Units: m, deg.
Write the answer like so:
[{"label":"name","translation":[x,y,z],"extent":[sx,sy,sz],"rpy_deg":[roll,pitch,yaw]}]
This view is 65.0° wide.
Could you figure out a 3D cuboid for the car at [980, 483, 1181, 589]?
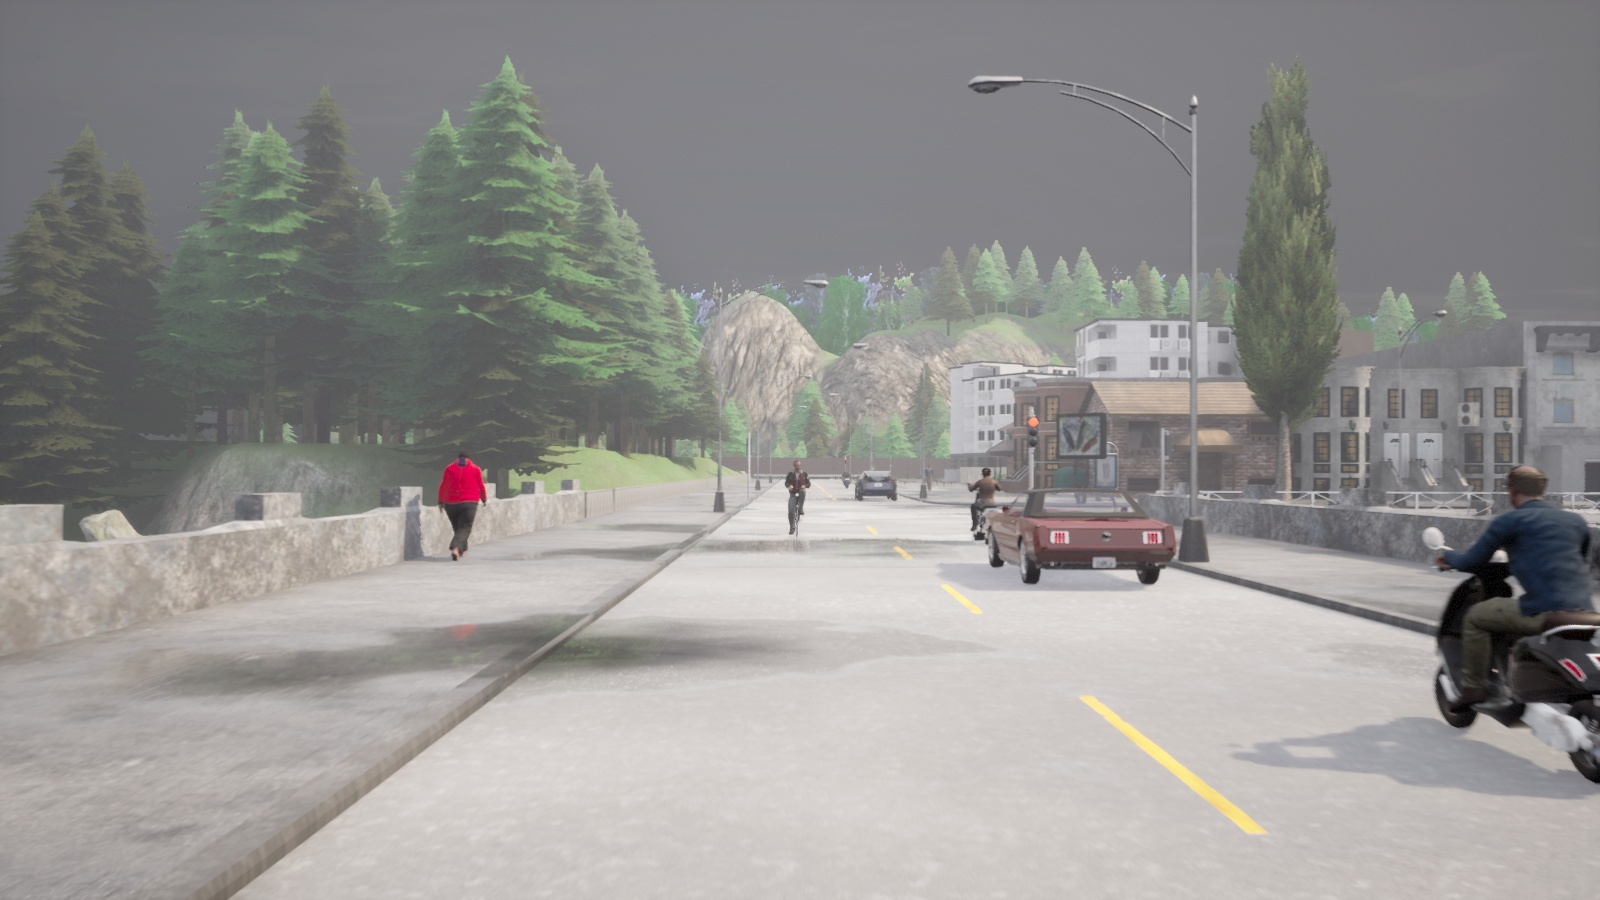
[{"label":"car","translation":[3.956,1.173,18.552],"extent":[1.895,1.301,4.718],"rpy_deg":[0,-1,0]}]

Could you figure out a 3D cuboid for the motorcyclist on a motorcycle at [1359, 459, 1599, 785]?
[{"label":"motorcyclist on a motorcycle","translation":[3.984,0.854,7.052],"extent":[0.866,1.590,1.817],"rpy_deg":[0,-1,0]}]

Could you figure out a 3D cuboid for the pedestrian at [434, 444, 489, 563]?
[{"label":"pedestrian","translation":[-5.364,0.840,19.935],"extent":[0.634,1.844,0.899],"rpy_deg":[0,-1,0]}]

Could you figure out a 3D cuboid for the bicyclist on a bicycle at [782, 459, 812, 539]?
[{"label":"bicyclist on a bicycle","translation":[-0.057,1.112,28.809],"extent":[0.659,1.776,1.843],"rpy_deg":[0,-1,0]}]

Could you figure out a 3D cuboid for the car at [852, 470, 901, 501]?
[{"label":"car","translation":[3.806,1.741,63.373],"extent":[2.163,1.488,4.792],"rpy_deg":[0,-1,0]}]

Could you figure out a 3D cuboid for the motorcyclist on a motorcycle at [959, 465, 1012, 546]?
[{"label":"motorcyclist on a motorcycle","translation":[3.936,1.145,26.771],"extent":[0.766,1.649,2.350],"rpy_deg":[0,-1,0]}]
